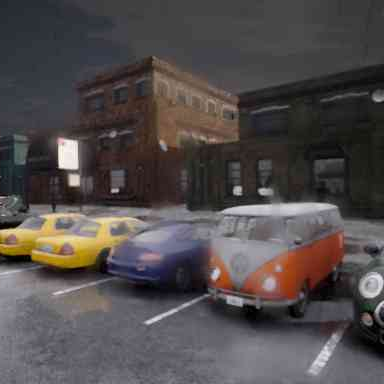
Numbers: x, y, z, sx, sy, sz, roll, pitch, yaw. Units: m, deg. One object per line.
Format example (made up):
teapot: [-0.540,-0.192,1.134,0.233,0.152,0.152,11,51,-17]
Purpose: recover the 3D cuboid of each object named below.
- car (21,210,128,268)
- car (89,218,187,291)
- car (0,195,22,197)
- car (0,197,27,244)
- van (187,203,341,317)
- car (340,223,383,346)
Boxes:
car: [-2.313,1.459,10.833,1.946,1.575,5.366,0,0,36]
car: [-0.179,1.509,9.079,2.002,1.452,4.674,0,0,36]
car: [-11.419,1.166,17.066,2.435,2.045,5.566,0,0,36]
car: [-9.176,1.304,15.463,2.185,1.767,4.553,0,0,36]
van: [2.001,1.250,7.384,1.878,1.987,4.442,0,0,36]
car: [4.332,1.355,5.903,2.185,1.767,4.553,0,0,36]
